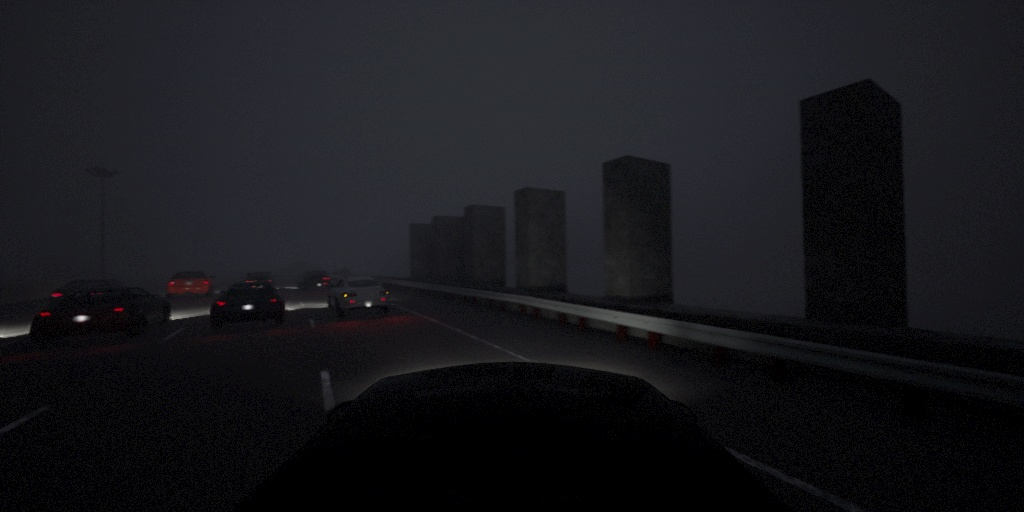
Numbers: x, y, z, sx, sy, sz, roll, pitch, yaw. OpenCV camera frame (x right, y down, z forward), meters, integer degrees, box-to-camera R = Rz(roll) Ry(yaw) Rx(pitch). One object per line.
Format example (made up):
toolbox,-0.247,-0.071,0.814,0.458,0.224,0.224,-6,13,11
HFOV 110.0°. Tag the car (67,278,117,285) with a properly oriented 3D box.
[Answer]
car,-21.692,1.873,18.696,2.033,1.411,5.357,0,-1,-36

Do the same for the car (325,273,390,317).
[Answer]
car,-6.383,1.547,14.816,1.812,1.442,4.674,0,-1,-32

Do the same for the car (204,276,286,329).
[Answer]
car,-9.310,1.610,12.896,1.994,1.385,4.181,0,-1,-32

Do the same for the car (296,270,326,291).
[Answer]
car,-15.289,1.839,27.694,1.837,1.490,4.892,0,-1,-37

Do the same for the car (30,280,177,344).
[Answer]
car,-12.265,1.635,11.029,1.994,1.385,4.181,0,-1,-32

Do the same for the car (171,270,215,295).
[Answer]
car,-20.843,1.722,23.422,2.097,1.767,4.553,0,-1,-37

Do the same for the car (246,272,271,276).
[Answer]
car,-18.174,1.862,25.714,1.837,1.490,4.892,0,-1,-37
